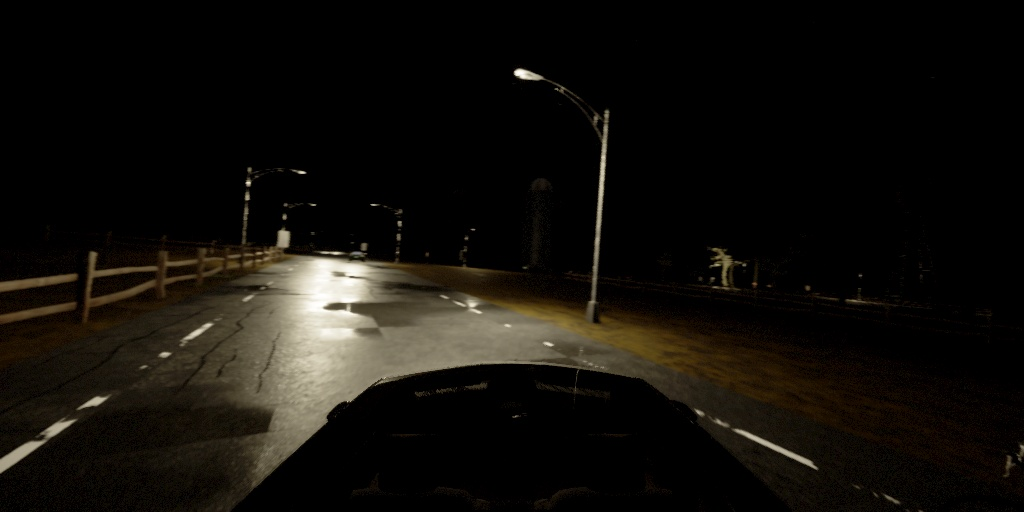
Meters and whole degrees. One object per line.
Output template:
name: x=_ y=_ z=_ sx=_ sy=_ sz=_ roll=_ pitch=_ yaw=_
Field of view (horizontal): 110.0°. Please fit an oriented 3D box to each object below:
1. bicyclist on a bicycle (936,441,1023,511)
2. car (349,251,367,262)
bicyclist on a bicycle: x=3.446 y=1.461 z=1.855 sx=0.582 sy=1.620 sz=1.656 roll=4 pitch=-1 yaw=-27
car: x=-20.525 y=0.064 z=47.817 sx=1.994 sy=1.385 sz=4.181 roll=4 pitch=0 yaw=-18
